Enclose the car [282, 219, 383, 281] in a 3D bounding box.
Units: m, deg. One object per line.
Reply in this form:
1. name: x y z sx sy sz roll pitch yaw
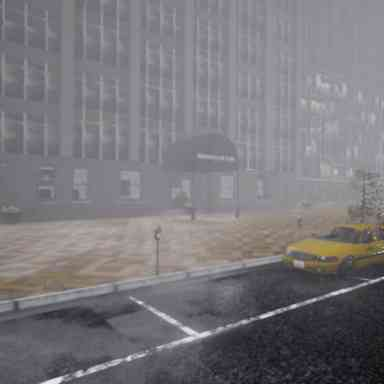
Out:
1. car: 4.704 1.524 9.908 4.829 1.417 1.752 0 1 -36
